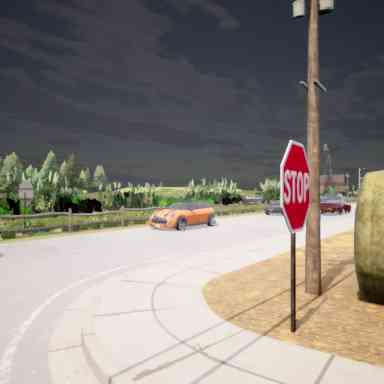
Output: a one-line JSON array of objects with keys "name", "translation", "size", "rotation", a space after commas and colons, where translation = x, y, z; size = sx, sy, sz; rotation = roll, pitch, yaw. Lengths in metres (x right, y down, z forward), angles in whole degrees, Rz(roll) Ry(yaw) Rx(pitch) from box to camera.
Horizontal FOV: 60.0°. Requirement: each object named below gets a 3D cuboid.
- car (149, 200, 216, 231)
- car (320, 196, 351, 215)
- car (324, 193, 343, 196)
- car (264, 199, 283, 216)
[{"name": "car", "translation": [-0.509, 1.316, 20.377], "size": [2.097, 1.767, 4.553], "rotation": [0, 0, 38]}, {"name": "car", "translation": [14.670, 1.442, 33.673], "size": [1.882, 1.535, 5.008], "rotation": [0, 0, 38]}, {"name": "car", "translation": [18.854, 1.172, 44.809], "size": [2.150, 2.045, 5.566], "rotation": [0, 0, 38]}, {"name": "car", "translation": [8.662, 1.471, 32.012], "size": [1.837, 1.490, 4.892], "rotation": [0, 0, 38]}]
